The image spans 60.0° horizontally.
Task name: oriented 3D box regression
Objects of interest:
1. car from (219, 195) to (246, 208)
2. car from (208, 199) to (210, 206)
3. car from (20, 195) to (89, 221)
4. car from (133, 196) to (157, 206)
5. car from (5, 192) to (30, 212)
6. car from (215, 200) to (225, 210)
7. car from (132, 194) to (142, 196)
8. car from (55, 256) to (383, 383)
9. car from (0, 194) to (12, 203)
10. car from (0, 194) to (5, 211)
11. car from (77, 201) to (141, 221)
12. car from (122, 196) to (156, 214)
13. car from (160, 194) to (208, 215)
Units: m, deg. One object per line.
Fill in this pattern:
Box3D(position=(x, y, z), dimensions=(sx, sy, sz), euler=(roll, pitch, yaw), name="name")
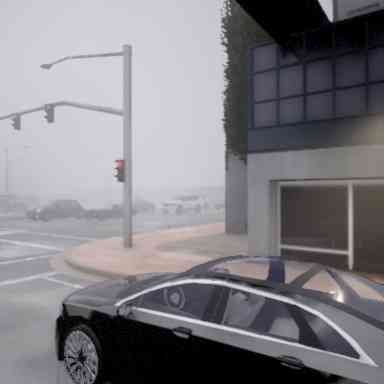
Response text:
Box3D(position=(6.301, 1.419, 51.378), dimensions=(2.097, 1.767, 4.553), euler=(0, 0, 37), name="car")
Box3D(position=(0.094, 1.290, 43.151), dimensions=(2.150, 2.045, 5.566), euler=(0, 0, 37), name="car")
Box3D(position=(-11.353, 1.423, 27.750), dimensions=(2.097, 1.767, 4.553), euler=(0, 0, 36), name="car")
Box3D(position=(-8.052, 1.506, 56.966), dimensions=(3.806, 1.475, 1.970), euler=(0, 0, 35), name="car")
Box3D(position=(-21.052, 1.268, 38.578), dimensions=(3.866, 1.878, 1.905), euler=(0, 0, 35), name="car")
Box3D(position=(4.898, 1.659, 43.715), dimensions=(1.895, 1.301, 4.718), euler=(0, 0, 37), name="car")
Box3D(position=(-9.736, 1.267, 54.611), dimensions=(3.866, 1.878, 1.905), euler=(0, 0, 35), name="car")
Box3D(position=(0.456, 1.496, 3.667), dimensions=(4.902, 1.511, 2.128), euler=(0, 0, 36), name="car")
Box3D(position=(-39.541, 1.357, 68.903), dimensions=(4.605, 1.855, 1.932), euler=(0, 0, 35), name="car")
Box3D(position=(-22.769, 1.265, 36.248), dimensions=(4.605, 1.855, 1.932), euler=(0, 0, 35), name="car")
Box3D(position=(-6.855, 1.662, 27.976), dimensions=(1.895, 1.301, 4.718), euler=(0, 0, 36), name="car")
Box3D(position=(-6.015, 1.548, 34.982), dimensions=(1.882, 1.535, 5.008), euler=(0, 0, 37), name="car")
Box3D(position=(-1.033, 1.281, 35.811), dimensions=(2.150, 2.045, 5.566), euler=(0, 0, 37), name="car")
